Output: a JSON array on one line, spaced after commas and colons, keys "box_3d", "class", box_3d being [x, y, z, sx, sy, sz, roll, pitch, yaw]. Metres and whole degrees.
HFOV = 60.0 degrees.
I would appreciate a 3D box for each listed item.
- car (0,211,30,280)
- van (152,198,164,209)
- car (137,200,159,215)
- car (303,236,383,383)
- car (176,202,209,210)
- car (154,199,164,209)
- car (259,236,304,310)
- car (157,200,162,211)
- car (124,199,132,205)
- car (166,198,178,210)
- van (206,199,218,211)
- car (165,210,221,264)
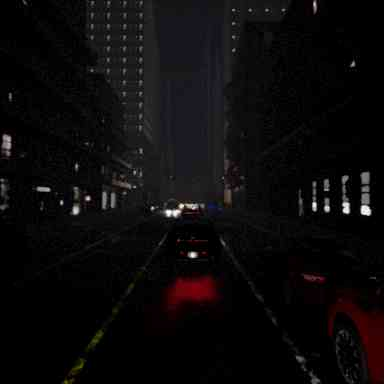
[{"box_3d": [-5.674, 1.408, 7.673, 2.192, 1.841, 5.009, 1, -1, 0], "class": "car"}, {"box_3d": [-5.819, 2.023, 57.532, 1.690, 1.788, 3.998, 1, -1, 0], "class": "van"}, {"box_3d": [-5.650, 2.037, 40.909, 2.008, 1.369, 4.403, 1, -1, 0], "class": "car"}, {"box_3d": [2.708, 1.343, 2.187, 2.192, 1.841, 5.009, 1, -1, 0], "class": "car"}, {"box_3d": [0.038, 1.818, 27.399, 2.128, 1.511, 4.902, 0, -1, 0], "class": "car"}, {"box_3d": [-5.652, 2.182, 51.989, 1.947, 1.339, 4.313, 1, -1, 0], "class": "car"}, {"box_3d": [2.702, 1.676, 7.723, 1.802, 1.307, 4.206, 1, -1, 0], "class": "car"}, {"box_3d": [-5.652, 2.133, 46.449, 1.802, 1.307, 4.206, 1, -1, 0], "class": "car"}, {"box_3d": [-16.504, 2.445, 80.173, 4.097, 1.590, 1.967, 0, -2, 0], "class": "car"}, {"box_3d": [-3.078, 2.125, 53.292, 2.128, 1.511, 4.902, 0, -1, 0], "class": "car"}, {"box_3d": [2.700, 1.893, 46.506, 1.690, 1.788, 3.998, 1, -1, 0], "class": "van"}, {"box_3d": [0.040, 1.655, 12.422, 1.837, 1.490, 4.892, 0, 0, 0], "class": "car"}]
